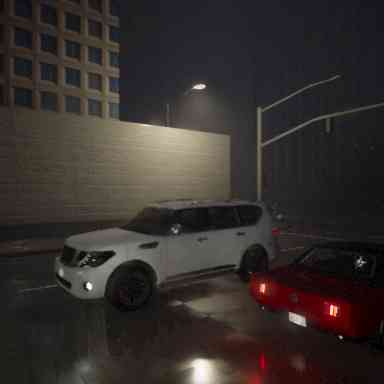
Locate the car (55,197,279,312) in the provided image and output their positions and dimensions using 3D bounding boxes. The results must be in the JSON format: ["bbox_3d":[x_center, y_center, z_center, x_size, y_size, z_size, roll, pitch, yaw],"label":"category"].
[{"bbox_3d":[-0.287,1.221,8.077,5.566,2.045,2.150,0,0,-35],"label":"car"}]

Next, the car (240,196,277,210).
[{"bbox_3d":[8.818,1.408,44.345,2.097,1.767,4.553,0,0,-36],"label":"car"}]

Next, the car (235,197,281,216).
[{"bbox_3d":[6.800,1.407,34.659,2.097,1.767,4.553,0,0,-35],"label":"car"}]

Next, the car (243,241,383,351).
[{"bbox_3d":[3.389,1.601,6.200,4.718,1.301,1.895,0,0,-35],"label":"car"}]
